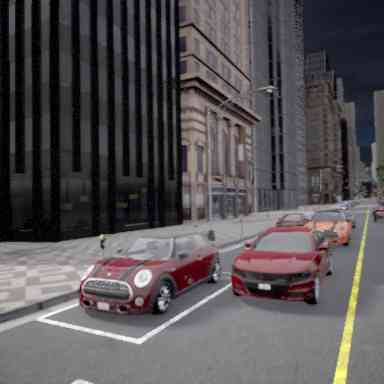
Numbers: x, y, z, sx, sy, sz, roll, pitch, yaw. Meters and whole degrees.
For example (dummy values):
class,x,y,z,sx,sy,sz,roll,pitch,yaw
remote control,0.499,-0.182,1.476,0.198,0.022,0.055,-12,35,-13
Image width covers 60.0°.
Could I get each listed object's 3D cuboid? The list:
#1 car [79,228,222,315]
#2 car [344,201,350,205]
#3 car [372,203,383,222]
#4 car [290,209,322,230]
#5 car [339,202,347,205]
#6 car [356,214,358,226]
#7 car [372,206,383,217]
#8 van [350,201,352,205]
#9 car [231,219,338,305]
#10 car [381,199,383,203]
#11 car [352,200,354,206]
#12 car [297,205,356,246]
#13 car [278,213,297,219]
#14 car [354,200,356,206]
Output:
class,x,y,z,sx,sy,sz,roll,pitch,yaw
car,-0.814,1.728,8.248,1.967,1.590,4.097,-2,-2,27
car,25.141,2.697,56.553,1.967,1.590,4.097,-2,-2,28
car,19.378,2.163,33.548,2.128,1.511,4.902,-2,-2,29
car,9.480,2.202,27.400,1.752,1.417,4.829,-2,-2,28
car,22.466,2.684,51.568,1.752,1.417,4.829,-2,-2,28
car,12.103,2.106,26.638,1.837,1.490,4.892,-2,-2,28
car,24.284,2.455,42.760,1.895,1.301,4.718,-2,-2,29
van,30.333,2.787,66.223,1.690,1.788,3.998,-2,-2,28
car,2.651,1.722,9.069,1.882,1.535,5.008,-2,-2,28
car,45.624,2.770,76.681,2.192,1.841,5.009,-2,-2,28
car,32.932,2.981,71.053,1.967,1.590,4.097,-2,-2,28
car,7.241,1.770,17.621,2.097,1.767,4.553,-2,-2,28
car,6.964,2.127,22.716,1.887,1.381,4.507,-2,-2,28
car,35.526,2.950,75.890,2.192,1.841,5.009,-2,-2,28
